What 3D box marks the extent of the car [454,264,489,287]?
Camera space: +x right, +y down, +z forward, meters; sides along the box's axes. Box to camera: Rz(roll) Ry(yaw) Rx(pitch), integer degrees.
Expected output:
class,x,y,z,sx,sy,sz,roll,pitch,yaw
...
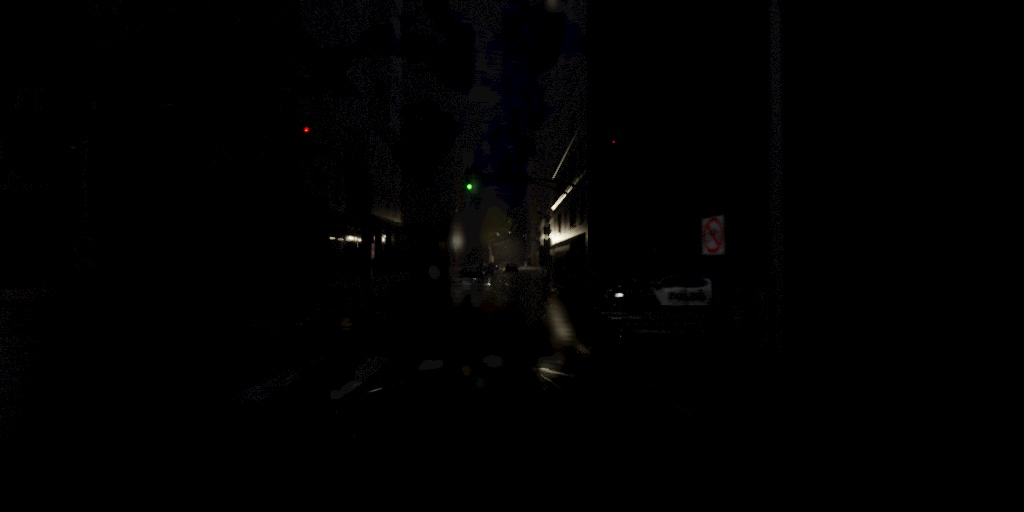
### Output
class,x,y,z,sx,sy,sz,roll,pitch,yaw
car,-3.134,1.568,27.465,2.033,1.411,5.357,0,-1,0

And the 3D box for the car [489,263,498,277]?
class,x,y,z,sx,sy,sz,roll,pitch,yaw
car,-3.149,1.671,43.274,2.128,1.511,4.902,0,0,0

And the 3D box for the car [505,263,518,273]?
class,x,y,z,sx,sy,sz,roll,pitch,yaw
car,-0.079,1.781,55.345,1.882,1.535,5.008,0,-1,0

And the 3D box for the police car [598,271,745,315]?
class,x,y,z,sx,sy,sz,roll,pitch,yaw
police car,5.890,1.369,13.659,4.974,1.542,2.038,0,-1,0

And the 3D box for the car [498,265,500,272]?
class,x,y,z,sx,sy,sz,roll,pitch,yaw
car,-3.088,1.883,60.345,1.812,1.442,4.674,0,-1,0
